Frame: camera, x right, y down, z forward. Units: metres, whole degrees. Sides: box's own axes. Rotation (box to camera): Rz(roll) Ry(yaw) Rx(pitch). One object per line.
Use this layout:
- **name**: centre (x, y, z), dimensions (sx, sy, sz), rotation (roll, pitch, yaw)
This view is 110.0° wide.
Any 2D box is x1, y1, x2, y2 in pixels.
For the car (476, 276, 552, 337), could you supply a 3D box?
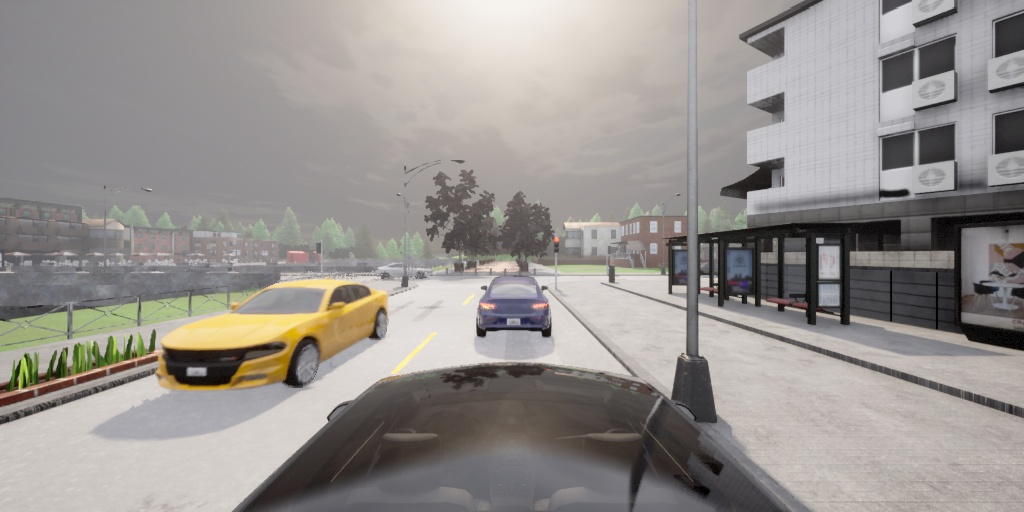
- **car**: centre (0.063, 1.276, 10.161), dimensions (1.812, 1.442, 4.674), rotation (0, 0, 1)

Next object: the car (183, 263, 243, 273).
- **car**: centre (-25.234, 1.314, 30.357), dimensions (4.181, 1.385, 1.994), rotation (0, 0, 0)

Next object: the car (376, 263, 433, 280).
- **car**: centre (-9.093, 1.275, 30.319), dimensions (4.674, 1.442, 1.812), rotation (0, 0, 0)

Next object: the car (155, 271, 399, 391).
- **car**: centre (-4.060, 1.227, 7.139), dimensions (1.882, 1.535, 5.008), rotation (0, 0, 1)

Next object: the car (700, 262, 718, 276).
- **car**: centre (18.904, 1.297, 34.431), dimensions (5.357, 1.411, 2.033), rotation (0, 0, 0)
